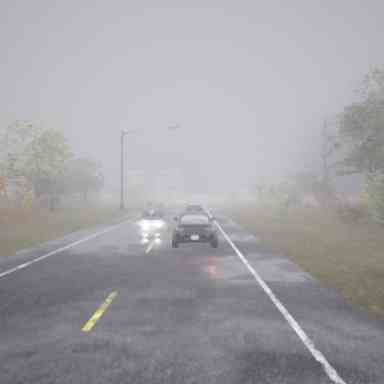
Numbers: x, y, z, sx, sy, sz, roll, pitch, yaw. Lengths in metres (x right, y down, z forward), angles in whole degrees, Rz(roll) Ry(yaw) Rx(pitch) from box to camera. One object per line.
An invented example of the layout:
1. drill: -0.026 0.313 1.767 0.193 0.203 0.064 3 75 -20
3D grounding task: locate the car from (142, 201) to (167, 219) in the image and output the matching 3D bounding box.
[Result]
1. car: -3.468 1.624 31.255 2.128 1.511 4.902 0 0 1

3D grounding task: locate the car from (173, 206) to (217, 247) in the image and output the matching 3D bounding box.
1. car: 0.121 1.590 15.147 1.812 1.442 4.674 0 0 0

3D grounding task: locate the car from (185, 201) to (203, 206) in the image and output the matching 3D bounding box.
1. car: 0.228 1.680 36.419 1.812 1.442 4.674 0 0 0
